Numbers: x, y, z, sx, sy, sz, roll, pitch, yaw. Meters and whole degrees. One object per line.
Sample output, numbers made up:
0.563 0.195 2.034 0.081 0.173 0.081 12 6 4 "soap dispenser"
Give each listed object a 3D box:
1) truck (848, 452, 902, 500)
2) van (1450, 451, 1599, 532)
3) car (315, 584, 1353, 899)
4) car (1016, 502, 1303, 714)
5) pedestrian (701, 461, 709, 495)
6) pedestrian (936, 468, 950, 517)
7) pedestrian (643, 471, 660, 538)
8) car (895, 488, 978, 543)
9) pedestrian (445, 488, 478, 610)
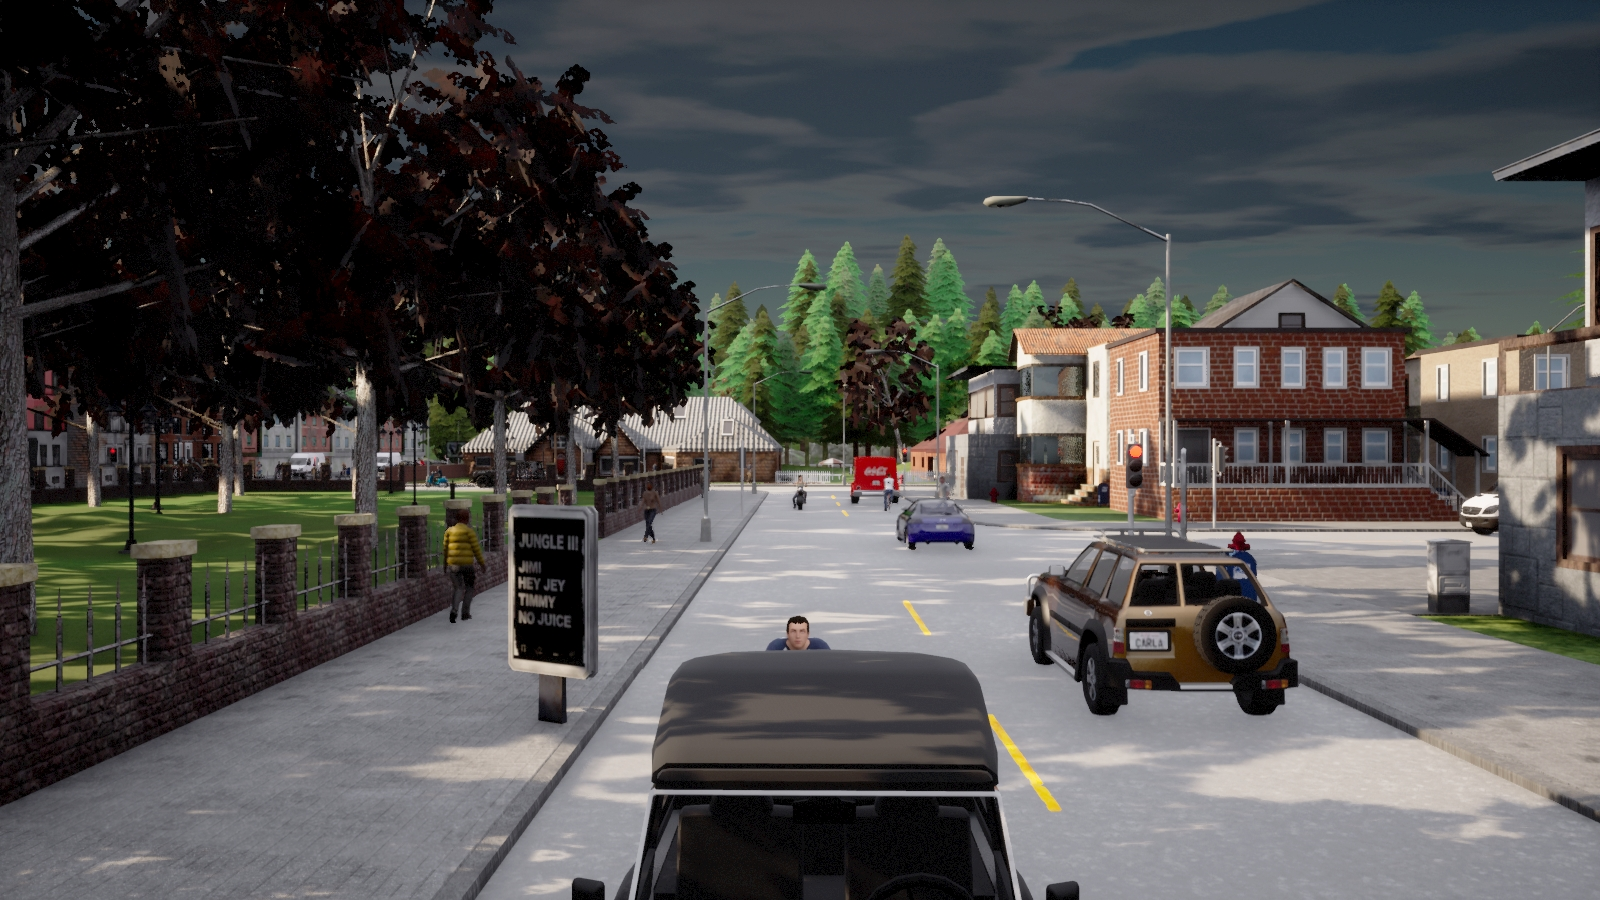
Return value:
3.969 1.372 61.570 2.627 2.467 5.204 0 0 1 "truck"
24.712 1.329 37.232 5.915 2.561 1.988 0 0 0 "van"
0.090 1.640 4.031 1.905 1.878 3.866 0 0 1 "car"
3.945 1.650 13.461 1.932 1.855 4.605 0 0 0 "car"
-5.253 1.550 63.050 0.375 1.860 0.375 0 0 5 "pedestrian"
5.545 1.646 44.299 0.375 1.860 0.375 0 0 -40 "pedestrian"
-4.215 1.538 32.423 0.375 1.860 0.375 0 0 16 "pedestrian"
4.003 1.913 34.136 1.994 1.385 4.181 0 0 0 "car"
-5.275 1.532 17.810 0.375 1.860 0.375 0 0 4 "pedestrian"
